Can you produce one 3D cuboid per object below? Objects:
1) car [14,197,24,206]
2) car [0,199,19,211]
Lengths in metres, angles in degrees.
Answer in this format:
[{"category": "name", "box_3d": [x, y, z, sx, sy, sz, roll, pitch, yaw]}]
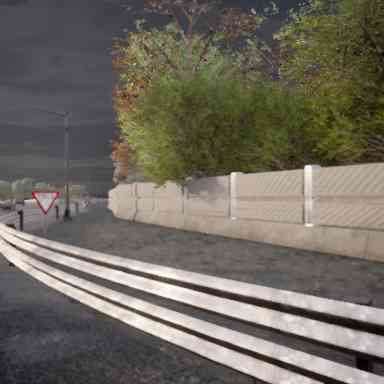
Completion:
[{"category": "car", "box_3d": [-42.136, 2.348, 80.750, 2.150, 2.045, 5.566, 0, -1, -34]}, {"category": "car", "box_3d": [-29.537, 2.259, 53.079, 1.837, 1.490, 4.892, 0, -1, -17]}]
